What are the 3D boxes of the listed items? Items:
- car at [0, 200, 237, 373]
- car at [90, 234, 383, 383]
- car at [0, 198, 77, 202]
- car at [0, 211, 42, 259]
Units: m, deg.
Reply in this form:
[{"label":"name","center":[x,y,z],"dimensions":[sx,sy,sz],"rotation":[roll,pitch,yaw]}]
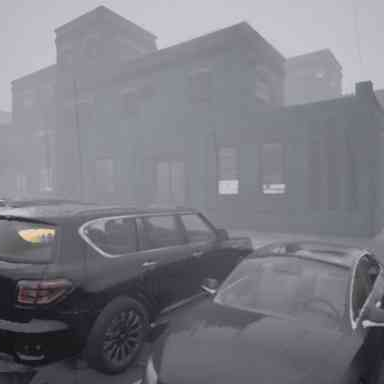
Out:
[{"label":"car","center":[-0.810,1.221,5.971],"dimensions":[2.435,2.045,5.566],"rotation":[0,0,35]},{"label":"car","center":[1.437,1.479,4.338],"dimensions":[2.231,1.521,4.892],"rotation":[0,0,36]},{"label":"car","center":[-5.470,1.212,9.227],"dimensions":[2.435,2.045,5.566],"rotation":[0,0,36]},{"label":"car","center":[-7.668,1.500,10.827],"dimensions":[2.002,1.452,4.674],"rotation":[0,0,36]}]
